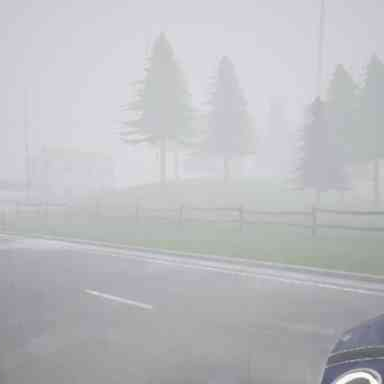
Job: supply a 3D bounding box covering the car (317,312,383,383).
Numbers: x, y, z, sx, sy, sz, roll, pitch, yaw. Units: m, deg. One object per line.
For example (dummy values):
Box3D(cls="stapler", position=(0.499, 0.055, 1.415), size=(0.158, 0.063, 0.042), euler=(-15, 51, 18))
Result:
Box3D(cls="car", position=(3.059, 1.338, 1.811), size=(4.553, 1.767, 2.097), euler=(-1, 0, 35))
